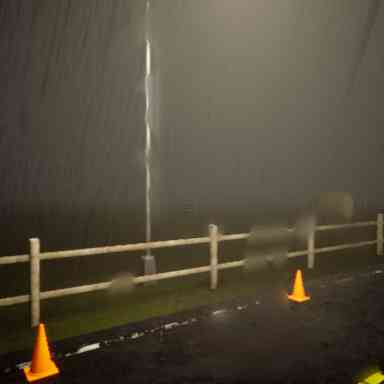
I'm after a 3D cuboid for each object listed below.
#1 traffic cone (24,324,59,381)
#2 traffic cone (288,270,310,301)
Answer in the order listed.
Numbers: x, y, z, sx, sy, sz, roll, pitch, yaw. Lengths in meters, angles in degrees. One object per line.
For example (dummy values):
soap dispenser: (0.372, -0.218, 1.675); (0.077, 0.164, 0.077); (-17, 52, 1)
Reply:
traffic cone: (-1.882, 1.950, 4.160); (0.340, 0.580, 0.340); (0, 0, -35)
traffic cone: (2.261, 1.948, 7.030); (0.340, 0.580, 0.340); (0, 0, -34)
